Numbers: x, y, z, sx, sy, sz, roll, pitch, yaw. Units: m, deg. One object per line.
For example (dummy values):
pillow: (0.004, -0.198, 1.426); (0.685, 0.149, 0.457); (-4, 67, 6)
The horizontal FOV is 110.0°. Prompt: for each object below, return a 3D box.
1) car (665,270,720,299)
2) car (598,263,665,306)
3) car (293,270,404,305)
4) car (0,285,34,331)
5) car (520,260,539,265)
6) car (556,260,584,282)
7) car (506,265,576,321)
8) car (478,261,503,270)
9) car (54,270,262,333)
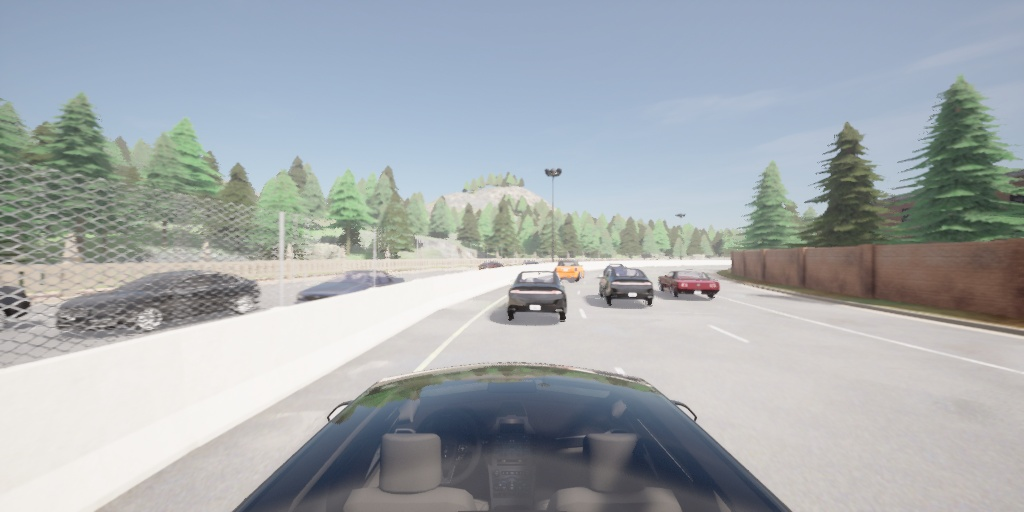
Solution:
car: (8.997, 1.390, 18.686); (1.895, 1.301, 4.718); (0, 0, 11)
car: (4.991, 1.263, 16.062); (2.128, 1.511, 4.902); (0, 0, 9)
car: (-6.118, 1.271, 14.433); (2.033, 1.411, 5.357); (0, 0, 8)
car: (-13.742, 1.181, 7.406); (2.128, 1.511, 4.902); (0, 0, 4)
car: (2.482, 1.325, 51.512); (1.994, 1.385, 4.181); (0, 0, 29)
car: (4.817, 1.123, 29.970); (2.097, 1.767, 4.553); (0, 0, 17)
car: (0.942, 1.246, 12.539); (2.128, 1.511, 4.902); (0, 0, 7)
car: (-2.937, 1.301, 48.614); (1.994, 1.385, 4.181); (0, 0, 26)
car: (-9.988, 1.211, 10.743); (1.837, 1.490, 4.892); (0, 0, 6)
